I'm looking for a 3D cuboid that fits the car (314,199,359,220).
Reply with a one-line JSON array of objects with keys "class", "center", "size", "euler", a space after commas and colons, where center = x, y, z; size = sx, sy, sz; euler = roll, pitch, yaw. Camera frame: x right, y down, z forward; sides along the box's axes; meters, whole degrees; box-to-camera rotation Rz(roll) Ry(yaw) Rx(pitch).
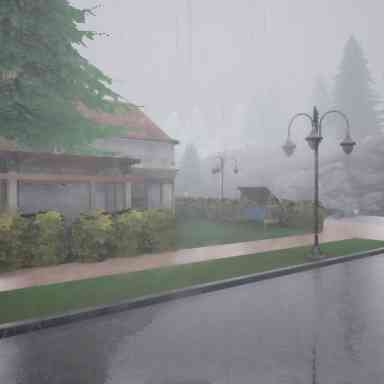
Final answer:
[{"class": "car", "center": [10.524, 1.329, 26.136], "size": [2.128, 1.511, 4.902], "euler": [0, 0, -35]}]
